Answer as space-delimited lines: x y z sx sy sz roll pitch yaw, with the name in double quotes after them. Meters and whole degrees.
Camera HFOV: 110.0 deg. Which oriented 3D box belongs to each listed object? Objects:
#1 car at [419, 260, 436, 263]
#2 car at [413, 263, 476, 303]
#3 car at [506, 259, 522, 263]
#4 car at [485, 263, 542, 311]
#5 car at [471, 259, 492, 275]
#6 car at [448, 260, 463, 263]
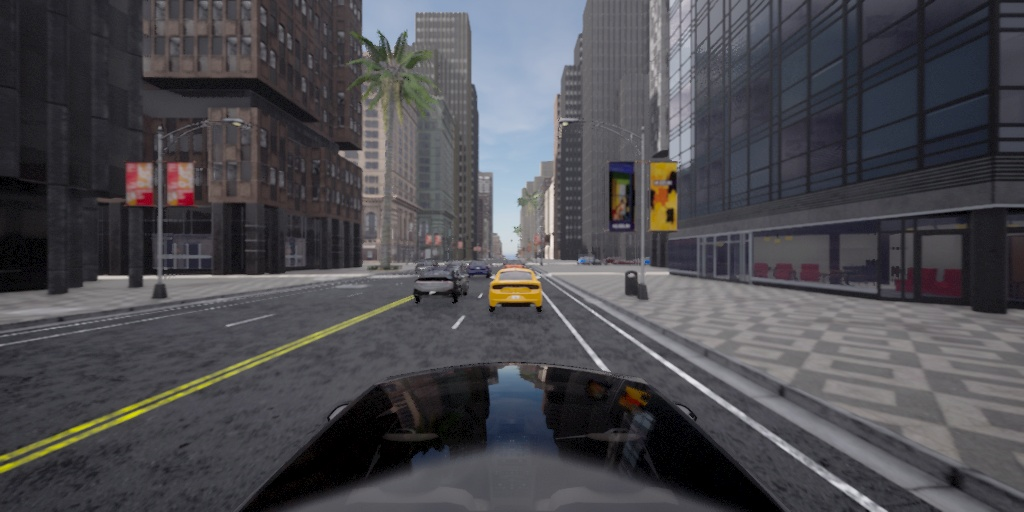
-9.729 1.241 40.928 2.128 1.511 4.902 0 0 0 "car"
-3.112 1.240 16.463 2.128 1.511 4.902 0 0 0 "car"
0.191 1.108 34.423 2.097 1.767 4.553 0 0 0 "car"
0.143 1.229 14.515 1.882 1.535 5.008 0 0 0 "car"
-3.059 1.105 34.433 2.097 1.767 4.553 0 0 0 "car"
-6.480 1.245 40.899 2.128 1.511 4.902 0 0 0 "car"
